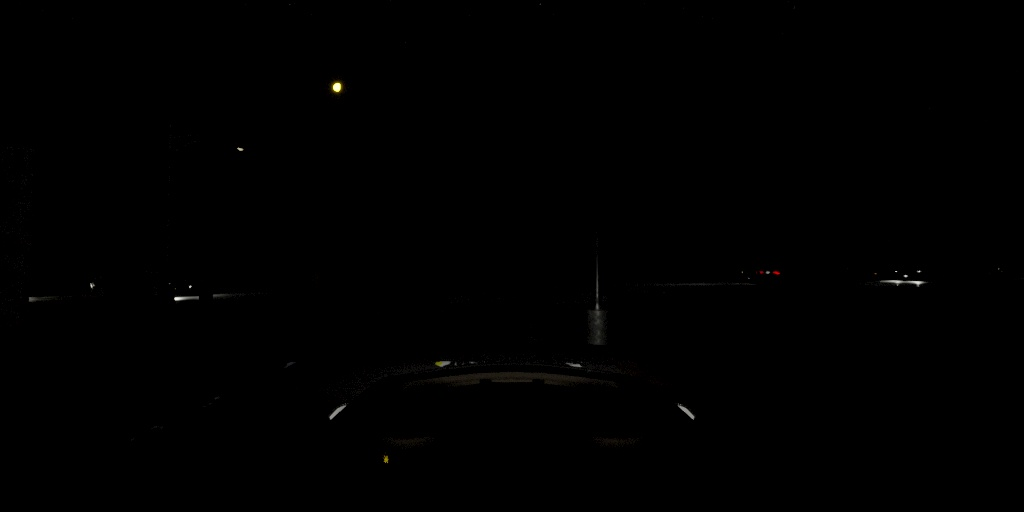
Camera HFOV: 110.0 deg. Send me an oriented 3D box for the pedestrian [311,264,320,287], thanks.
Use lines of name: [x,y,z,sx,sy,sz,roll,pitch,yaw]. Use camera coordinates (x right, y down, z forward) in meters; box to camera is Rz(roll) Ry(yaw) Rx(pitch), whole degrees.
pedestrian: [-15.054,1.466,27.422,0.375,1.860,0.375,0,-1,0]

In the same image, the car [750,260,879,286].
car: [16.796,0.932,19.904,5.357,1.411,2.033,-1,-2,3]

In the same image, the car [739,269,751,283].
car: [17.658,1.101,23.427,4.718,1.301,1.895,-1,-2,0]

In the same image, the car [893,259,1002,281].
car: [28.329,0.879,23.400,5.357,1.411,2.033,-1,-2,0]

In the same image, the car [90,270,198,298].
car: [-20.220,1.494,19.832,4.892,1.490,1.837,-1,-2,0]
